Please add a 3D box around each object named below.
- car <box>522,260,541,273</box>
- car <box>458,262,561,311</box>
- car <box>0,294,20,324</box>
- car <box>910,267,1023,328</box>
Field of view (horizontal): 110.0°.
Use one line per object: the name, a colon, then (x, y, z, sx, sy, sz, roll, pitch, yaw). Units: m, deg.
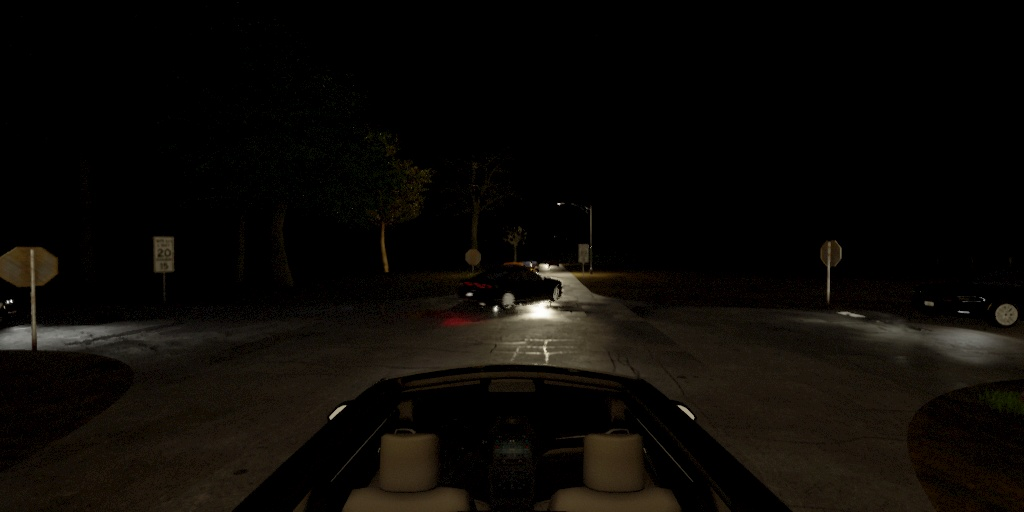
car: (2.526, 1.294, 45.580, 2.033, 1.411, 5.357, 0, 0, 7)
car: (0.109, 1.210, 14.565, 1.882, 1.535, 5.008, 2, 1, 41)
car: (-17.740, 1.442, 10.729, 4.902, 1.511, 2.128, -1, 1, 7)
car: (14.205, 1.039, 9.848, 5.008, 1.535, 1.882, -1, 1, 5)
